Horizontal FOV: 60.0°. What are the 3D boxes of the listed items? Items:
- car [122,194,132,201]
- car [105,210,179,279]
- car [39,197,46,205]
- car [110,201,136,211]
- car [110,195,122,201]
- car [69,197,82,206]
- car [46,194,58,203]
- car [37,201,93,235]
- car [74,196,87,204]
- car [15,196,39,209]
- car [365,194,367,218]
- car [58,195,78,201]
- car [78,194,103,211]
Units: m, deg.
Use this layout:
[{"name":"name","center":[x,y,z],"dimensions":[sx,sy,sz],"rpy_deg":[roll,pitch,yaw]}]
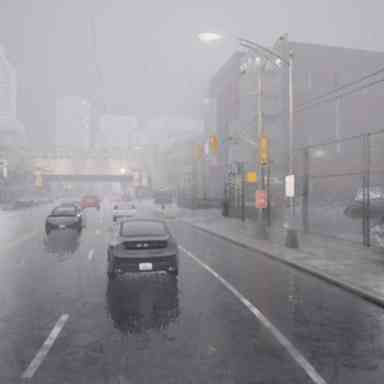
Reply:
[{"name":"car","center":[-15.703,1.768,81.379],"dimensions":[1.895,1.301,4.718],"rpy_deg":[0,0,-14]},{"name":"car","center":[-1.558,1.525,10.226],"dimensions":[1.837,1.490,4.892],"rpy_deg":[0,0,-11]},{"name":"car","center":[-26.688,1.520,55.991],"dimensions":[2.185,1.767,4.553],"rpy_deg":[0,0,-14]},{"name":"car","center":[-5.646,1.661,27.731],"dimensions":[1.895,1.301,4.718],"rpy_deg":[0,0,-14]},{"name":"car","center":[-17.239,1.521,74.200],"dimensions":[2.097,1.767,4.553],"rpy_deg":[0,0,-14]},{"name":"car","center":[-20.959,1.681,60.065],"dimensions":[1.812,1.442,4.674],"rpy_deg":[0,0,-14]},{"name":"car","center":[-29.244,1.670,66.458],"dimensions":[2.231,1.521,4.892],"rpy_deg":[0,0,-4]},{"name":"car","center":[-7.226,1.544,19.408],"dimensions":[2.128,1.511,4.902],"rpy_deg":[0,0,-13]},{"name":"car","center":[-23.462,1.702,70.188],"dimensions":[2.128,1.511,4.902],"rpy_deg":[0,0,-14]},{"name":"car","center":[-25.008,1.630,49.787],"dimensions":[2.097,1.535,5.008],"rpy_deg":[0,0,-14]},{"name":"car","center":[13.851,1.254,25.577],"dimensions":[2.185,1.767,4.553],"rpy_deg":[0,0,-14]},{"name":"car","center":[-18.548,1.610,50.325],"dimensions":[1.882,1.535,5.008],"rpy_deg":[0,0,-14]},{"name":"car","center":[-13.113,1.327,43.354],"dimensions":[2.150,2.045,5.566],"rpy_deg":[0,0,-14]}]
